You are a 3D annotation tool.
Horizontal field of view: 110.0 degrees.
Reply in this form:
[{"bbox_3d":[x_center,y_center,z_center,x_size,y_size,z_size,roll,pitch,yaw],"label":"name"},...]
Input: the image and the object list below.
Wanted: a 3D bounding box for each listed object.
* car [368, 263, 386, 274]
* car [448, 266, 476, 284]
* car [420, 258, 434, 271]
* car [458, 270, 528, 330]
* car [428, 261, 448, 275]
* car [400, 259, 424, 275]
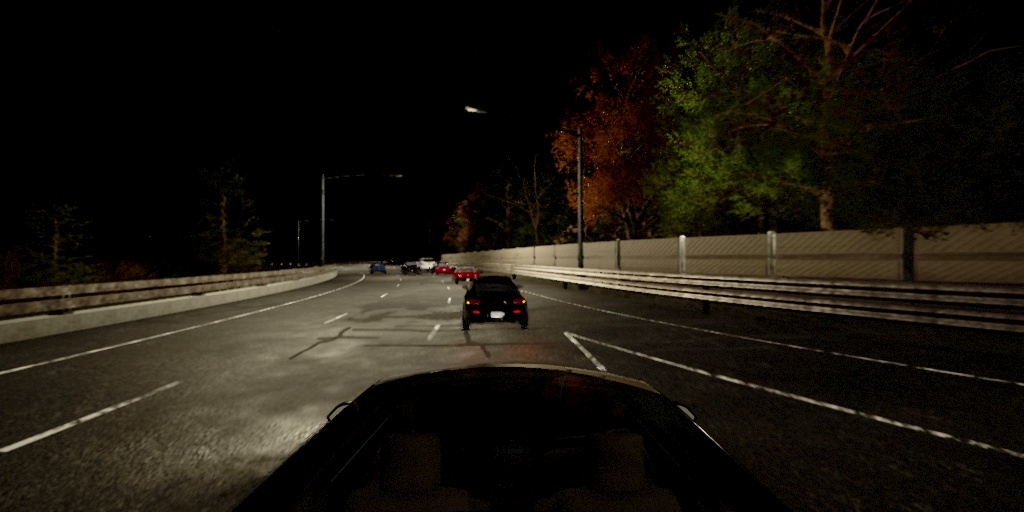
[{"bbox_3d":[-17.806,1.607,47.364,2.033,1.411,5.357,0,0,-26],"label":"car"},{"bbox_3d":[-3.832,1.528,29.101,1.895,1.301,4.718,0,0,-14],"label":"car"},{"bbox_3d":[-12.822,1.309,52.809,2.150,2.045,5.566,0,0,-26],"label":"car"},{"bbox_3d":[-0.594,1.337,11.327,1.812,1.442,4.674,0,0,-5],"label":"car"},{"bbox_3d":[-8.659,1.590,43.782,1.994,1.385,4.181,0,0,-22],"label":"car"},{"bbox_3d":[-12.690,1.527,44.443,2.128,1.511,4.902,0,0,-23],"label":"car"}]
